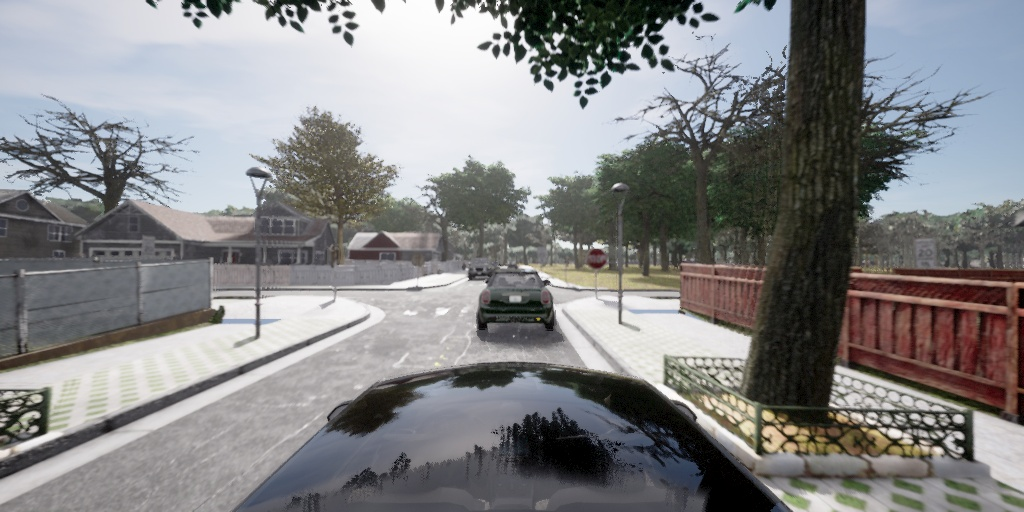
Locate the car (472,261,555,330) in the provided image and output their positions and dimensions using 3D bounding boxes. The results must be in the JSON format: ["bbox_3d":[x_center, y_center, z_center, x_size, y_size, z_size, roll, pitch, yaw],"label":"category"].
[{"bbox_3d":[0.173,1.161,11.513,2.097,1.767,4.553,0,0,2],"label":"car"}]

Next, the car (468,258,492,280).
[{"bbox_3d":[-2.883,1.194,34.368,2.150,2.045,5.566,0,0,0],"label":"car"}]

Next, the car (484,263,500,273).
[{"bbox_3d":[-2.891,1.694,52.468,2.033,1.411,5.357,0,-1,0],"label":"car"}]
